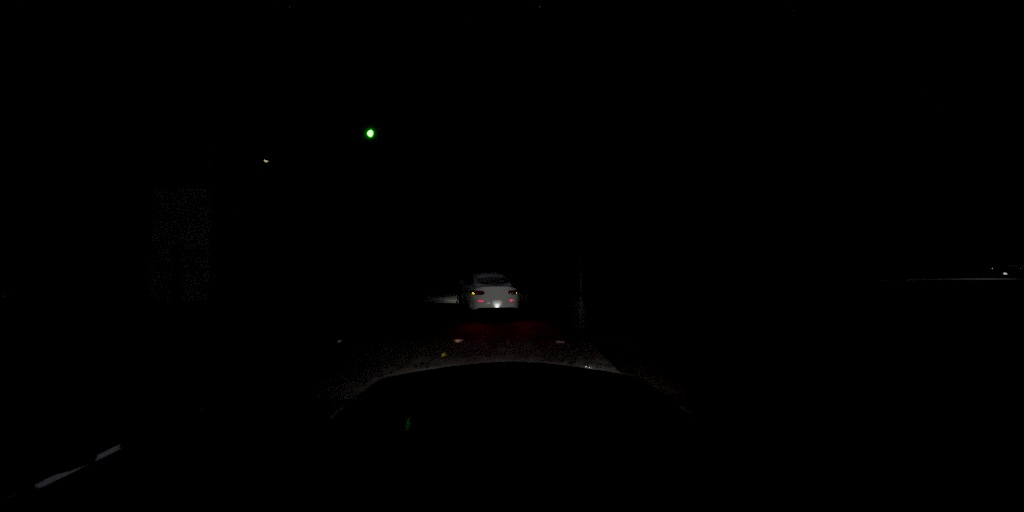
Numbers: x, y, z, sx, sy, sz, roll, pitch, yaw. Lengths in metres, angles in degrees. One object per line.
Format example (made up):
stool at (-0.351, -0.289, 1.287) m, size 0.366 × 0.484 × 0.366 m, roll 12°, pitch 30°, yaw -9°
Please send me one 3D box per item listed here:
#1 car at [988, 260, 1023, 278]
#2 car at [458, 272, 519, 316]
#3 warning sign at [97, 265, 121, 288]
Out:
car at (37.133, 0.909, 25.398) m, size 4.718 × 1.301 × 1.895 m, roll -1°, pitch -2°, yaw 0°
car at (-0.978, 1.336, 13.682) m, size 1.812 × 1.442 × 4.674 m, roll 0°, pitch 0°, yaw -12°
warning sign at (-32.482, 1.638, 28.878) m, size 1.060 × 1.860 × 1.300 m, roll 0°, pitch 0°, yaw 0°
